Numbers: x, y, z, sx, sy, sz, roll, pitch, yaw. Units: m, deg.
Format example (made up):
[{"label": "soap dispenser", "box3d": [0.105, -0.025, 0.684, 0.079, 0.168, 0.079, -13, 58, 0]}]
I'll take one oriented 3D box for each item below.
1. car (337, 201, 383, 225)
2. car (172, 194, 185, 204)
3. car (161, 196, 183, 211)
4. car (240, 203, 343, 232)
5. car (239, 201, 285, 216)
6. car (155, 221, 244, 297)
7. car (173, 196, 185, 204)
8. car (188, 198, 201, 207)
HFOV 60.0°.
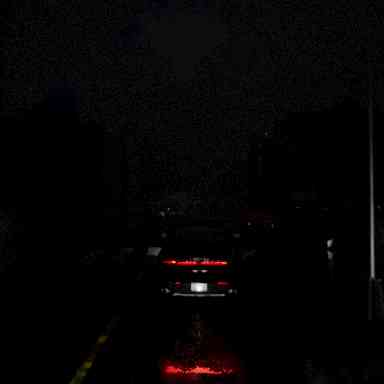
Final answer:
[{"label": "car", "box3d": [10.737, 1.301, 21.361, 4.902, 1.511, 2.128, -1, -1, 0]}, {"label": "car", "box3d": [-2.514, 1.448, 50.266, 1.882, 1.535, 5.008, 0, 0, 0]}, {"label": "car", "box3d": [-2.567, 1.528, 40.165, 2.033, 1.411, 5.357, 0, 0, 2]}, {"label": "car", "box3d": [5.287, 1.407, 18.063, 4.718, 1.301, 1.895, -1, -1, 0]}, {"label": "car", "box3d": [6.473, 1.509, 28.269, 4.902, 1.511, 2.128, -1, -1, 6]}, {"label": "car", "box3d": [0.213, 1.506, 8.558, 1.837, 1.490, 4.892, 0, 0, 2]}, {"label": "car", "box3d": [-2.436, 1.523, 63.558, 1.994, 1.385, 4.181, 0, 0, 1]}, {"label": "car", "box3d": [0.416, 1.571, 51.168, 1.895, 1.301, 4.718, 0, 0, 0]}]
